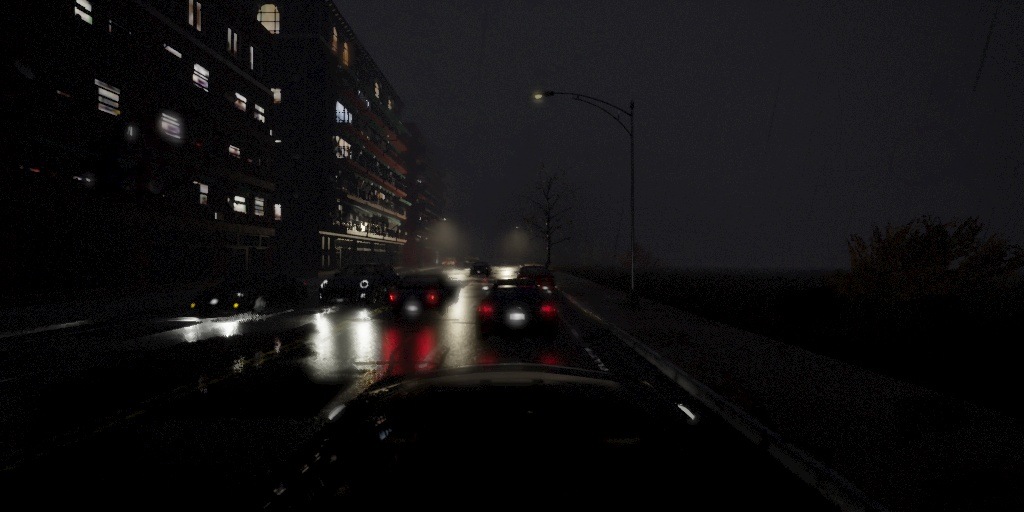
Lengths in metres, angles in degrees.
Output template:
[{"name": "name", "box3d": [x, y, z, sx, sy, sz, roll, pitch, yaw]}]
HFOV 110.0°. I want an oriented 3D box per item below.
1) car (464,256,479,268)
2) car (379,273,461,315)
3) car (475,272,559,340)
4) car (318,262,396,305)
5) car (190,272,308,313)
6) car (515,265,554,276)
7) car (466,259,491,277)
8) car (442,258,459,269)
[{"name": "car", "box3d": [-6.509, 0.974, 59.410, 2.150, 2.045, 5.566, 0, 0, 0]}, {"name": "car", "box3d": [-3.138, 1.352, 13.587, 1.895, 1.301, 4.718, 0, 0, 0]}, {"name": "car", "box3d": [0.111, 1.315, 9.942, 1.994, 1.385, 4.181, 0, 0, 0]}, {"name": "car", "box3d": [-6.584, 1.104, 15.954, 2.097, 1.767, 4.553, 0, 0, 0]}, {"name": "car", "box3d": [-9.835, 1.315, 13.827, 1.994, 1.385, 4.181, 0, 0, 0]}, {"name": "car", "box3d": [1.158, 1.230, 18.862, 1.882, 1.535, 5.008, 0, 0, 0]}, {"name": "car", "box3d": [-3.120, 1.277, 35.871, 1.812, 1.442, 4.674, 0, 0, 0]}, {"name": "car", "box3d": [-9.767, 1.102, 56.915, 2.097, 1.767, 4.553, 0, 0, 0]}]
